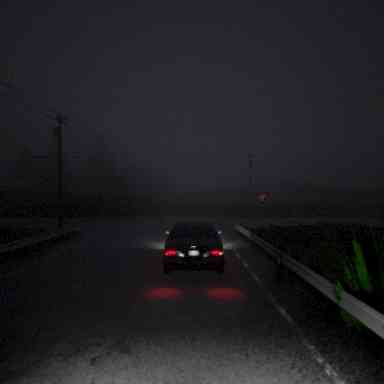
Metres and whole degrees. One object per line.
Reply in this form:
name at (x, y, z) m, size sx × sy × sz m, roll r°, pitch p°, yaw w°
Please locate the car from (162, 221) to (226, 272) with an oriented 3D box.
car at (0.046, 1.681, 11.177) m, size 2.033 × 1.411 × 5.357 m, roll 0°, pitch -1°, yaw 0°
